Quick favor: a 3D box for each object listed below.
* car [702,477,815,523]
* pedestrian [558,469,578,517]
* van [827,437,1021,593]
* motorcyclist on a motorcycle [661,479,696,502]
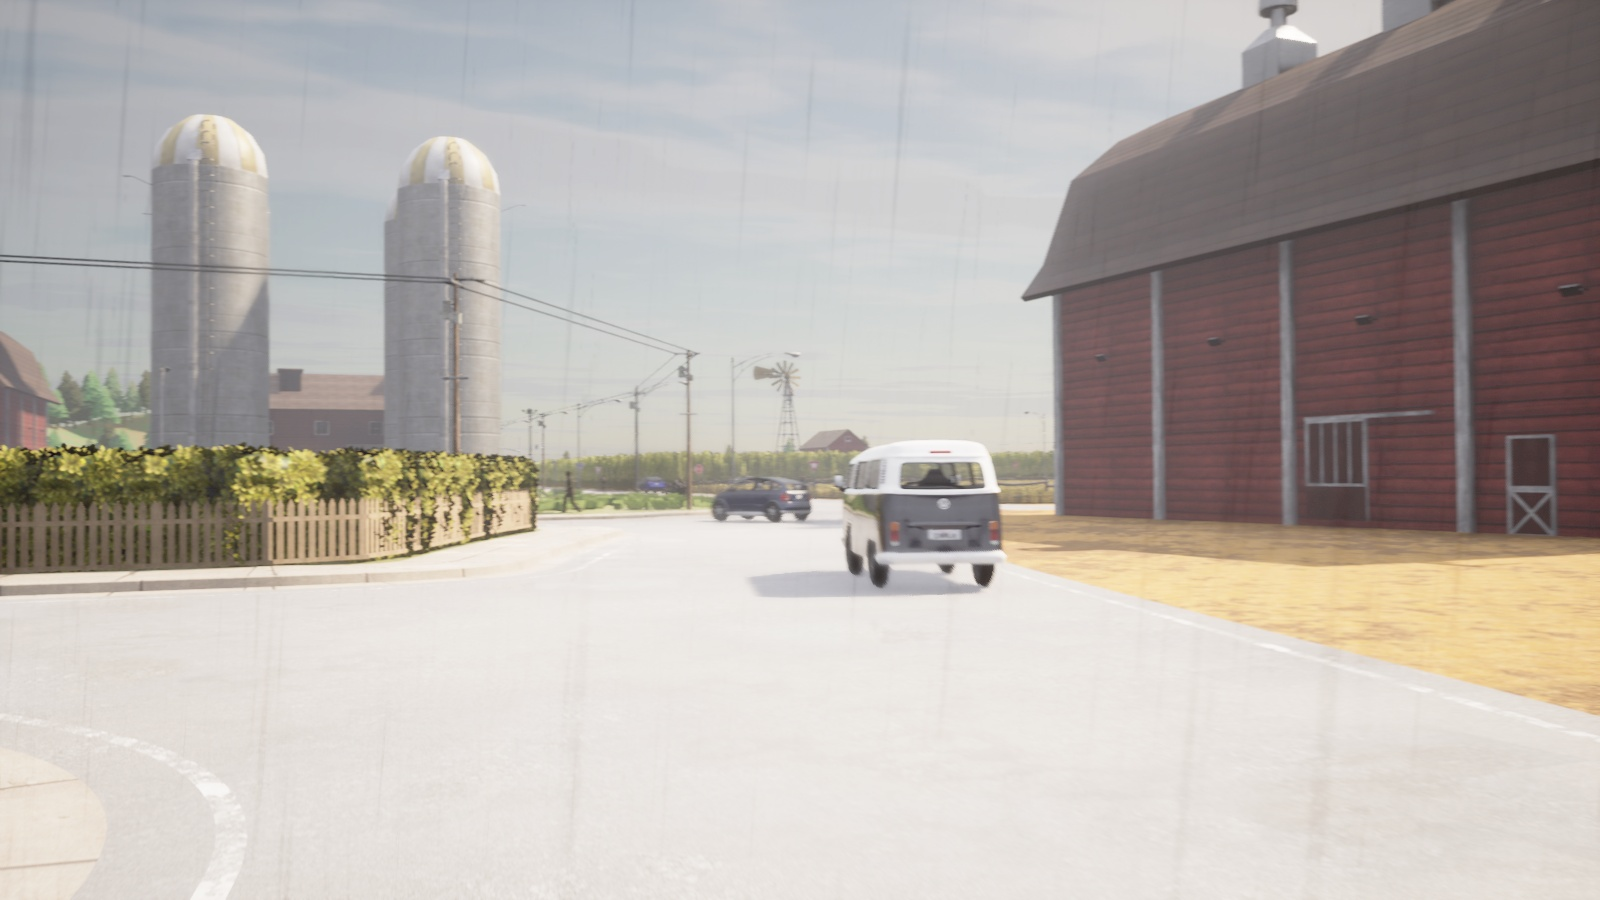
[{"bbox_3d":[-1.490,1.762,44.211,3.705,1.549,1.789,-2,-2,39],"label":"car"},{"bbox_3d":[-9.586,1.772,51.836,0.692,1.930,0.395,0,-1,-29],"label":"pedestrian"},{"bbox_3d":[1.700,0.912,18.943,2.069,2.038,4.480,-1,-1,-5],"label":"van"},{"bbox_3d":[-8.390,2.773,86.644,2.191,1.530,0.866,-1,1,27],"label":"motorcyclist on a motorcycle"}]
